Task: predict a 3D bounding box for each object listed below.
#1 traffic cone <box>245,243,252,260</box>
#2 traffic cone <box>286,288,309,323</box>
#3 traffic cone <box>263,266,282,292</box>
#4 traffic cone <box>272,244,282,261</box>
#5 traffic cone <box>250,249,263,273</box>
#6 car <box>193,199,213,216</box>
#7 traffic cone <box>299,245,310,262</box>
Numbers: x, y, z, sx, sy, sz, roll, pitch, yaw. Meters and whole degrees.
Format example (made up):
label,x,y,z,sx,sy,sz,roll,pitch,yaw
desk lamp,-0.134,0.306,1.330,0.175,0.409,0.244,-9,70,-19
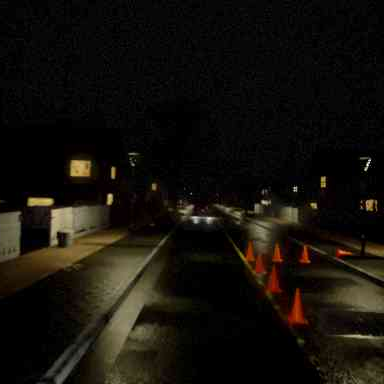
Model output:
label,x,y,z,sx,sy,sz,roll,pitch,yaw
traffic cone,2.124,2.180,12.218,0.340,0.580,0.340,2,-1,2
traffic cone,1.968,2.096,6.221,0.340,0.580,0.340,2,-1,2
traffic cone,2.020,2.122,8.220,0.340,0.580,0.340,2,-1,2
traffic cone,3.124,2.212,12.192,0.340,0.580,0.340,2,-1,2
traffic cone,2.072,2.151,10.220,0.340,0.580,0.340,2,-1,2
car,1.320,1.866,41.223,2.150,2.045,5.566,2,-1,2
traffic cone,4.122,2.244,12.165,0.340,0.580,0.340,2,-1,2
